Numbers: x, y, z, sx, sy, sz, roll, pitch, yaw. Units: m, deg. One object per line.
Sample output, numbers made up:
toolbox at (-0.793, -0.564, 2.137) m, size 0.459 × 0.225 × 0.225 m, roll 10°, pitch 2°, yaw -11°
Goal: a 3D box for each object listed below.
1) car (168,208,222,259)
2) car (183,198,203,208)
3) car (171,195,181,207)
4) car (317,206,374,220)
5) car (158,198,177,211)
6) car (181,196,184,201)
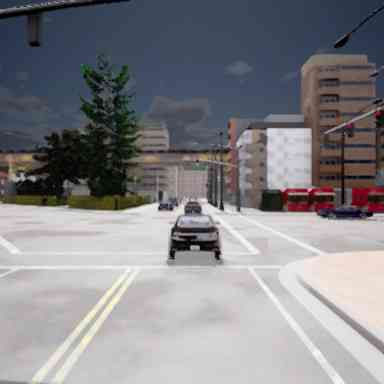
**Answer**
car at (0.101, 1.606, 13.181) m, size 2.128 × 1.511 × 4.902 m, roll 0°, pitch 0°, yaw 0°
car at (0.113, 1.781, 36.421) m, size 1.837 × 1.490 × 4.892 m, roll 0°, pitch 0°, yaw 0°
car at (-3.524, 1.787, 60.448) m, size 2.097 × 1.767 × 4.553 m, roll 0°, pitch 0°, yaw 1°
car at (14.390, 1.948, 31.493) m, size 4.718 × 1.301 × 1.895 m, roll 1°, pitch 0°, yaw 0°
car at (-3.567, 1.893, 45.880) m, size 1.994 × 1.385 × 4.181 m, roll 0°, pitch 0°, yaw 0°
car at (-3.480, 1.752, 75.574) m, size 2.150 × 2.045 × 5.566 m, roll 0°, pitch 0°, yaw 0°
